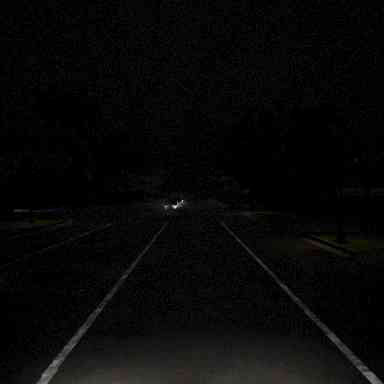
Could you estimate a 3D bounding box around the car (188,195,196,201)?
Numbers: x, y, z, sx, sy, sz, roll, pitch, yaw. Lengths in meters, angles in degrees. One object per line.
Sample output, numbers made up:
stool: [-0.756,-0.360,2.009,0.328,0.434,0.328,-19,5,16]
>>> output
car: [-0.048,1.514,88.440,1.882,1.535,5.008,0,0,0]

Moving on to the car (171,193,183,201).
car: [-3.538,1.250,69.354,2.150,2.045,5.566,0,0,0]

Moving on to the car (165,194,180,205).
car: [-3.616,1.502,58.551,1.882,1.535,5.008,0,0,0]
